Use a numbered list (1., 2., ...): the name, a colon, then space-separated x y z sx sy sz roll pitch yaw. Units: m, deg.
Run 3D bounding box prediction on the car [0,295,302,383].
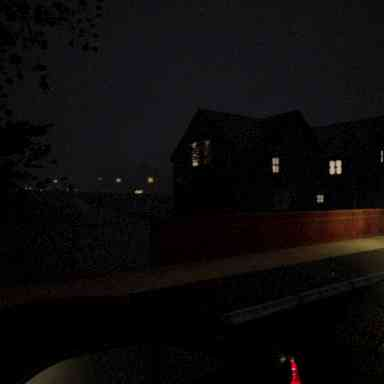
1. car: -1.097 1.567 2.275 4.181 1.385 1.994 1 0 -35
